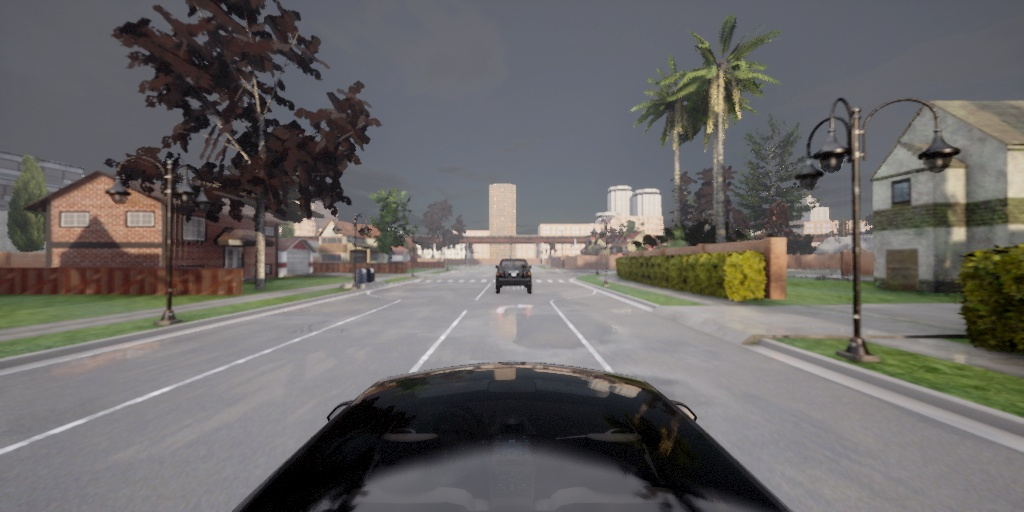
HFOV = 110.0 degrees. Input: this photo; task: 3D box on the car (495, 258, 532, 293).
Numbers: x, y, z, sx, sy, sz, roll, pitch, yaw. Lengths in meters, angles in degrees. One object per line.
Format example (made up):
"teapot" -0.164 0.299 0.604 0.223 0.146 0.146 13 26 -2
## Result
"car" 0.099 1.173 22.905 2.150 2.045 5.566 0 -1 0
